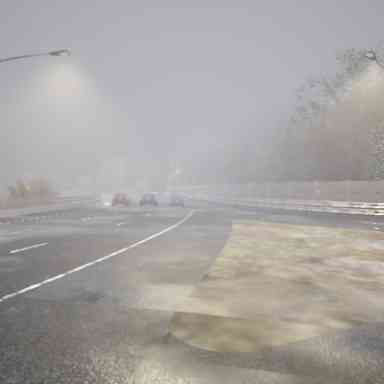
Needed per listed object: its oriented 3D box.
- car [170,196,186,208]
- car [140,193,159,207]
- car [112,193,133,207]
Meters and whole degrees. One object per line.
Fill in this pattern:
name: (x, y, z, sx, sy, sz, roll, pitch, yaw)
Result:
car: (-1.727, 1.179, 40.898, 2.033, 1.411, 5.357, 1, 0, -1)
car: (-5.368, 0.930, 42.101, 2.097, 1.767, 4.553, 1, 0, -3)
car: (-8.896, 0.882, 42.704, 2.097, 1.767, 4.553, 1, 0, -3)
